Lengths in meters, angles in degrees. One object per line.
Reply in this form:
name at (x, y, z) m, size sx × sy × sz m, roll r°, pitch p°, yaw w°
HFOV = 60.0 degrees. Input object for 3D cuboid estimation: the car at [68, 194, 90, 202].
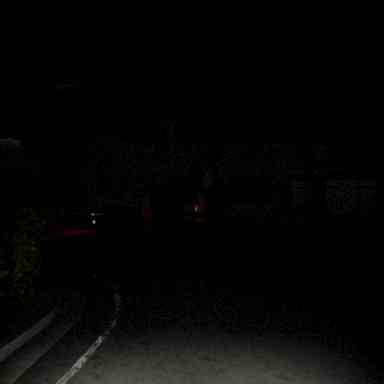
car at (-22.187, 1.212, 65.146) m, size 3.806 × 1.475 × 1.970 m, roll 1°, pitch 0°, yaw 26°

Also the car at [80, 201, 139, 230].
car at (-4.553, 1.483, 21.279) m, size 1.837 × 1.490 × 4.892 m, roll 1°, pitch 0°, yaw 26°

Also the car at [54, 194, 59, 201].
car at (-27.564, 1.140, 71.065) m, size 3.633 × 1.501 × 1.845 m, roll 1°, pitch 0°, yaw 26°

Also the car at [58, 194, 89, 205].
car at (-17.526, 1.179, 49.559) m, size 3.633 × 1.501 × 1.845 m, roll 1°, pitch 0°, yaw 26°

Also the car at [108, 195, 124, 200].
car at (-19.779, 1.457, 86.691) m, size 4.181 × 1.385 × 1.994 m, roll 1°, pitch 0°, yaw 25°
